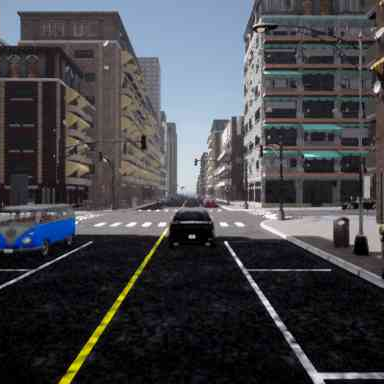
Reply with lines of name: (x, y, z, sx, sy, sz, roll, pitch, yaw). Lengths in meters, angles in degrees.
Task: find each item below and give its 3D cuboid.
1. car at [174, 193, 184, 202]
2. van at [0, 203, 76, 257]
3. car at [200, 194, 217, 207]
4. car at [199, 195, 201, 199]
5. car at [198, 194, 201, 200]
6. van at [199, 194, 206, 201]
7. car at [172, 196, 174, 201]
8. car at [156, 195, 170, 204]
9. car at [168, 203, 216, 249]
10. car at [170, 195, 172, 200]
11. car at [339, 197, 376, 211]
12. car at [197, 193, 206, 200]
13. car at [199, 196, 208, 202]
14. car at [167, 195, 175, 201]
car: (-3.001, 1.245, 78.878, 2.150, 2.045, 5.566, 0, 0, 0)
van: (-5.800, 1.341, 12.639, 1.690, 1.788, 3.998, 0, 0, 0)
car: (2.692, 1.451, 50.535, 1.967, 1.590, 4.097, 0, 0, 0)
car: (2.691, 1.564, 56.069, 2.008, 1.369, 4.403, 0, 0, 0)
car: (2.691, 1.603, 72.672, 1.802, 1.307, 4.206, 0, 0, 0)
van: (2.692, 1.370, 83.741, 1.690, 1.788, 3.998, 0, 0, 0)
car: (-5.689, 1.587, 72.673, 1.947, 1.339, 4.313, 0, 0, 0)
car: (-5.690, 1.566, 61.604, 2.008, 1.369, 4.403, 0, 0, 0)
car: (0.000, 1.486, 14.650, 1.882, 1.535, 5.008, 0, 0, 0)
car: (-5.689, 1.600, 67.138, 1.802, 1.307, 4.206, 0, 0, 0)
car: (18.257, 1.267, 36.087, 4.313, 1.339, 1.947, -1, 1, 0)
car: (2.692, 1.353, 94.809, 2.192, 1.841, 5.009, 0, 0, 0)
car: (2.691, 1.607, 78.206, 1.802, 1.307, 4.206, 0, 0, 0)
car: (-5.689, 1.578, 89.275, 1.887, 1.381, 4.507, 0, 0, 0)
